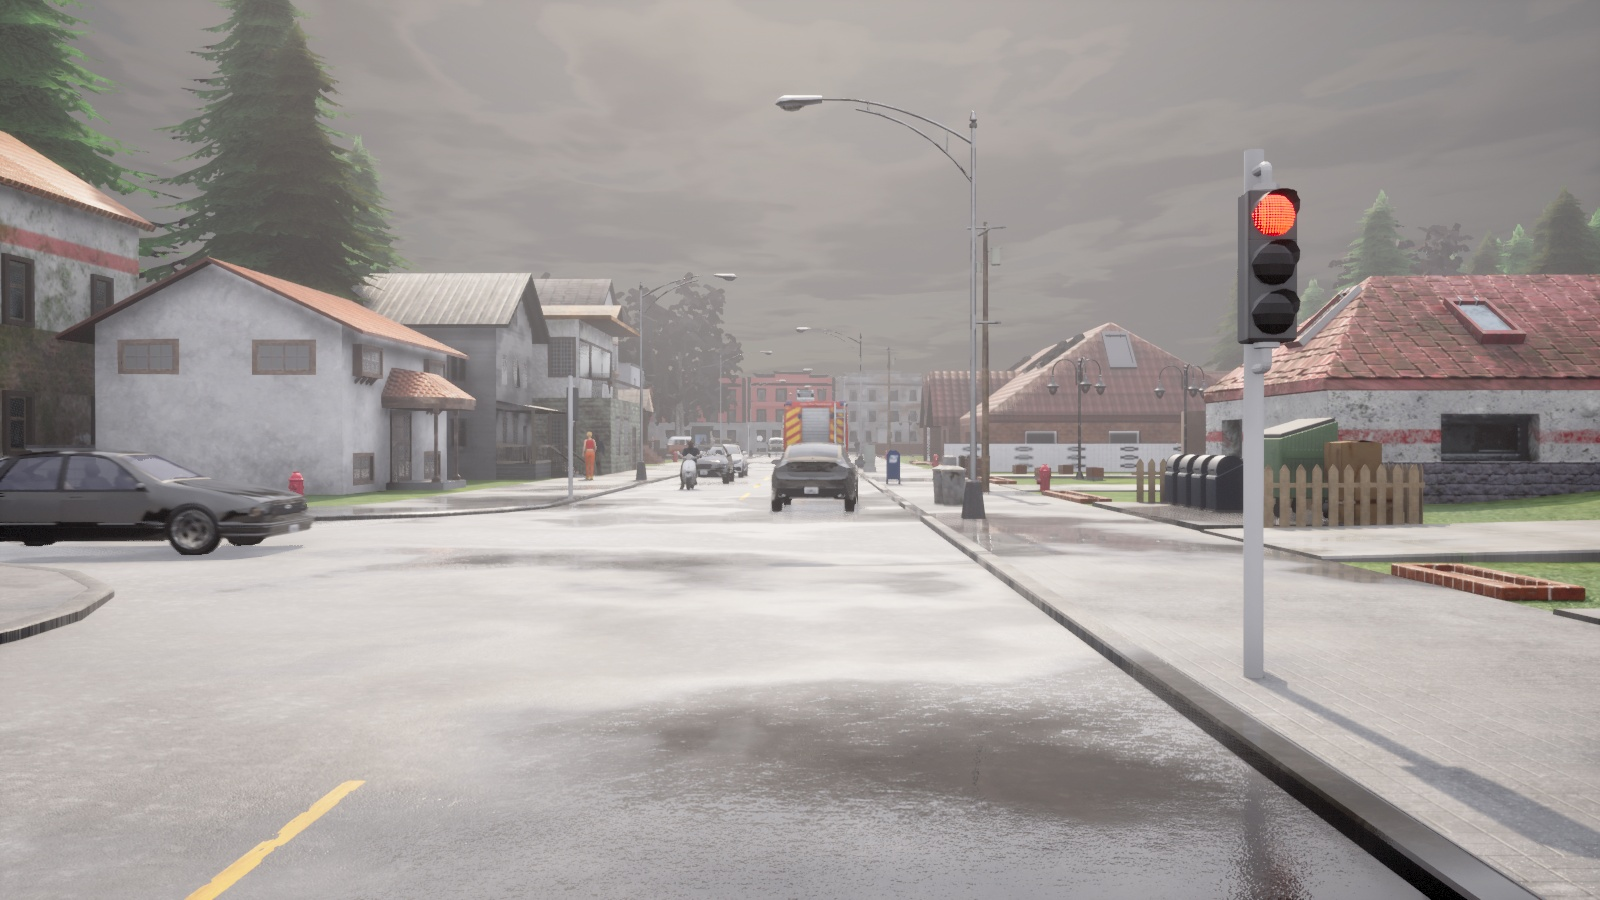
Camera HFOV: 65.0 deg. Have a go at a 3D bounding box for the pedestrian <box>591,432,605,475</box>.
[{"bbox_3d":[-8.657,0.145,53.814,0.370,1.835,0.726,0,0,9],"label":"pedestrian"}]

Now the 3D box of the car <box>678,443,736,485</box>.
[{"bbox_3d":[-3.419,0.492,46.936,1.816,1.474,4.193,0,0,1],"label":"car"}]

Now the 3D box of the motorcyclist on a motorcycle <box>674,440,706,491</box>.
[{"bbox_3d":[-3.507,0.470,40.226,0.866,1.590,1.817,0,0,1],"label":"motorcyclist on a motorcycle"}]

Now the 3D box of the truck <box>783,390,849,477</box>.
[{"bbox_3d":[0.732,-0.752,59.198,2.891,3.827,8.468,0,0,1],"label":"truck"}]

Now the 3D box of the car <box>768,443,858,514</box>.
[{"bbox_3d":[0.384,0.588,29.043,1.837,1.490,4.892,0,0,3],"label":"car"}]

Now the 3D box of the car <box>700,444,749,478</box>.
[{"bbox_3d":[-3.314,0.455,55.688,1.812,1.442,4.674,0,0,1],"label":"car"}]

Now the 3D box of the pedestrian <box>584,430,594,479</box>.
[{"bbox_3d":[-7.977,0.181,47.546,0.345,1.836,0.594,0,0,-13],"label":"pedestrian"}]

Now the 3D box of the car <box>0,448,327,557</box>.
[{"bbox_3d":[-9.653,0.687,17.495,5.357,1.411,2.033,0,0,-1],"label":"car"}]
